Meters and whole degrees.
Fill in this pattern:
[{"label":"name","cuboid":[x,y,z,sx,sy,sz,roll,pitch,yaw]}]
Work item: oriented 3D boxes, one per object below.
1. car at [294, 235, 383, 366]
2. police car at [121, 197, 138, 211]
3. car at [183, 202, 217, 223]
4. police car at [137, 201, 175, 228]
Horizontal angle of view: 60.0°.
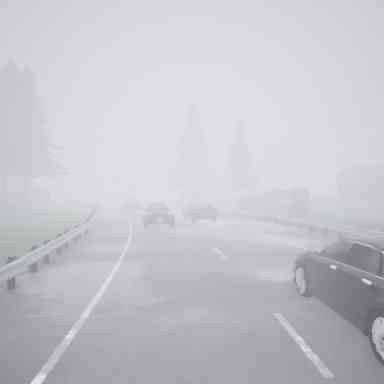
[{"label":"car","cuboid":[3.289,1.492,5.672,1.837,1.490,4.892,0,0,-3]},{"label":"police car","cuboid":[-7.477,1.436,40.416,1.930,1.638,5.238,0,0,-20]},{"label":"car","cuboid":[0.536,1.481,25.515,2.128,1.511,4.902,0,0,-12]},{"label":"police car","cuboid":[-2.406,1.504,22.506,2.038,1.542,4.974,0,0,-11]}]
